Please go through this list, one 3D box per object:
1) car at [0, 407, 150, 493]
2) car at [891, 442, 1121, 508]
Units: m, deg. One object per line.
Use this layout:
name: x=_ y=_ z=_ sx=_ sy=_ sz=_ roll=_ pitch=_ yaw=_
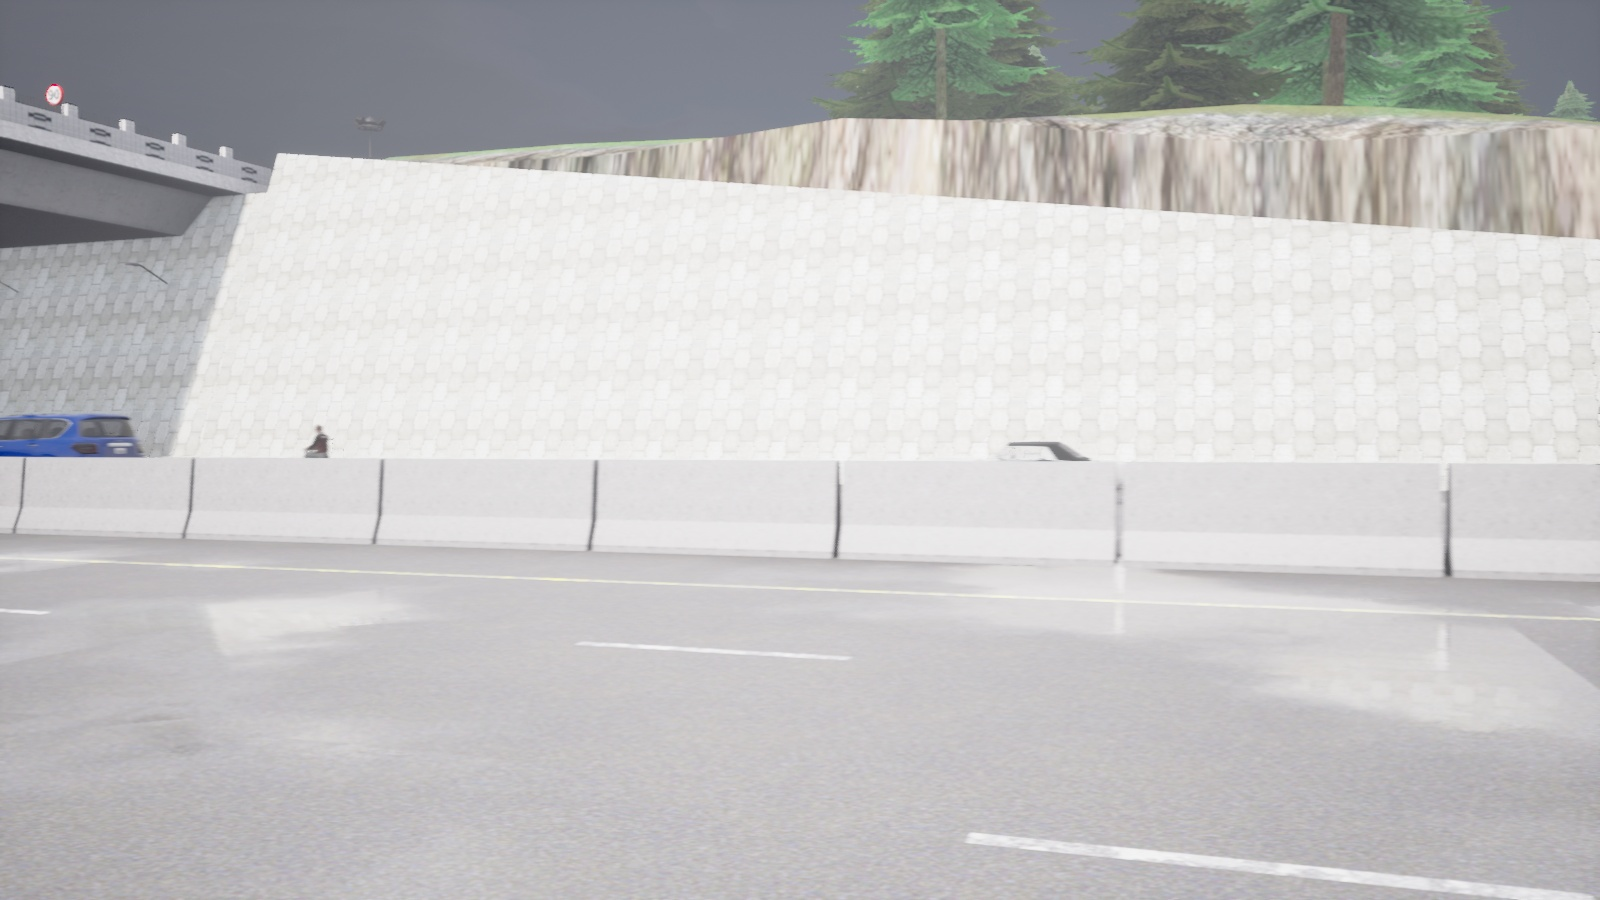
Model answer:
car: x=-19.582 y=-0.040 z=31.932 sx=5.566 sy=2.045 sz=2.150 roll=1 pitch=1 yaw=19
car: x=4.535 y=0.503 z=27.516 sx=4.718 sy=1.301 sz=1.895 roll=1 pitch=1 yaw=19
